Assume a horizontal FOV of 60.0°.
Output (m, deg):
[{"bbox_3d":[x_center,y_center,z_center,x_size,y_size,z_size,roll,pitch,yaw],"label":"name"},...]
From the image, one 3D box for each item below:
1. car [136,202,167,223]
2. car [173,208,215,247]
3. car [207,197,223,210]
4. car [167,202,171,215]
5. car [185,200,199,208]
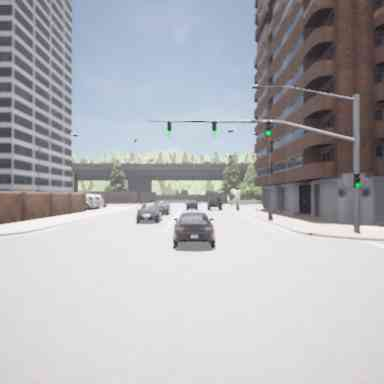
[{"bbox_3d":[-3.599,1.782,28.427,2.128,1.511,4.902,0,-1,-1],"label":"car"},{"bbox_3d":[0.088,1.689,15.936,1.812,1.442,4.674,0,-1,0],"label":"car"},{"bbox_3d":[3.503,1.747,51.614,2.150,2.045,5.566,0,-1,0],"label":"car"},{"bbox_3d":[-3.539,1.888,38.831,2.128,1.511,4.902,0,-1,1],"label":"car"},{"bbox_3d":[0.003,2.024,50.900,1.837,1.490,4.892,0,-1,0],"label":"car"}]
